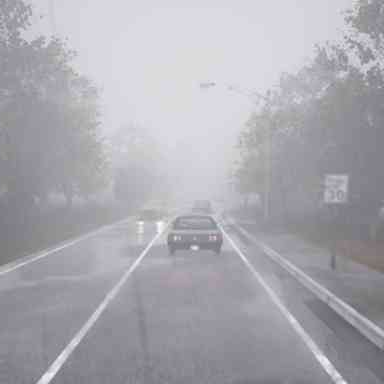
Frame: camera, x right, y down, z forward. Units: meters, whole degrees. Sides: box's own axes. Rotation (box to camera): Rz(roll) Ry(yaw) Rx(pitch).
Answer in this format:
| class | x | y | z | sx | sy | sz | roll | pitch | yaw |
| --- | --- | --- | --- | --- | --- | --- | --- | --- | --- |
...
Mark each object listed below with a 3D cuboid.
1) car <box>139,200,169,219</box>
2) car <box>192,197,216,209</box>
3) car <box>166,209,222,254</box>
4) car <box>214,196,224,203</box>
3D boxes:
| class | x | y | z | sx | sy | sz | roll | pitch | yaw |
| --- | --- | --- | --- | --- | --- | --- | --- | --- | --- |
| car | -3.194 | 1.444 | 28.589 | 1.882 | 1.535 | 5.008 | 0 | 0 | 4 |
| car | 1.167 | 1.535 | 36.530 | 2.033 | 1.411 | 5.357 | 1 | 0 | 7 |
| car | 0.103 | 1.588 | 13.460 | 1.895 | 1.301 | 4.718 | 0 | 0 | 0 |
| car | 5.298 | 1.478 | 68.608 | 2.128 | 1.511 | 4.902 | 2 | 0 | 20 |
